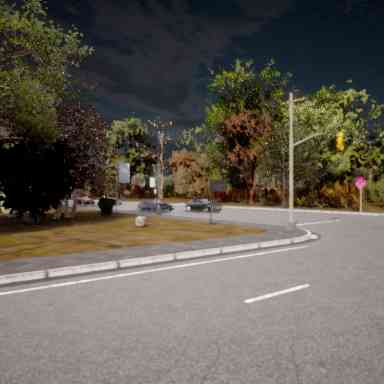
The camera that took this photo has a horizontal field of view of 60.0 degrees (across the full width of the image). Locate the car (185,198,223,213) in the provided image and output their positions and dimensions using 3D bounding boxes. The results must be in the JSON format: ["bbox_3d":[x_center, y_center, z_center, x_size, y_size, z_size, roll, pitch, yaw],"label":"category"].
[{"bbox_3d":[1.226,1.468,36.035,1.837,1.490,4.892,0,0,-39],"label":"car"}]

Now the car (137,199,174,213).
[{"bbox_3d":[-4.166,1.518,37.187,2.033,1.411,5.357,0,0,-39],"label":"car"}]

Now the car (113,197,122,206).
[{"bbox_3d":[-13.097,1.491,54.130,1.812,1.442,4.674,0,0,-38],"label":"car"}]

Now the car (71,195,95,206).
[{"bbox_3d":[-17.328,1.452,53.861,1.882,1.535,5.008,0,0,-38],"label":"car"}]
